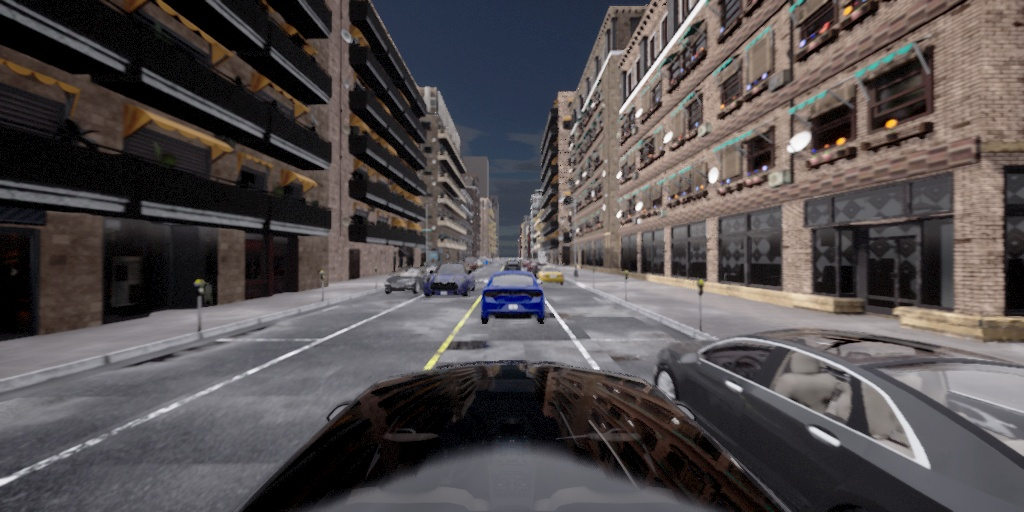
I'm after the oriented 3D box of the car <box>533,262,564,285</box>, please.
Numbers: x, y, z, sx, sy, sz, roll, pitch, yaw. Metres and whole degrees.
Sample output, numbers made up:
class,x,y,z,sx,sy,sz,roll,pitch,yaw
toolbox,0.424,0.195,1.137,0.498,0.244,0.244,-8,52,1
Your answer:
class,x,y,z,sx,sy,sz,roll,pitch,yaw
car,2.687,1.273,25.766,1.751,1.417,4.829,0,0,0

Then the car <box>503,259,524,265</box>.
class,x,y,z,sx,sy,sz,roll,pitch,yaw
car,0.096,1.250,39.556,1.837,1.490,4.892,0,0,0

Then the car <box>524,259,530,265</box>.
class,x,y,z,sx,sy,sz,roll,pitch,yaw
car,2.686,1.327,42.505,1.802,1.307,4.207,0,0,0

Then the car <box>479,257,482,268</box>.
class,x,y,z,sx,sy,sz,roll,pitch,yaw
car,-5.696,1.059,48.146,2.192,1.841,5.009,0,0,0

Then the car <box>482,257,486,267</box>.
class,x,y,z,sx,sy,sz,roll,pitch,yaw
car,-5.696,1.269,59.247,1.751,1.417,4.829,0,0,0

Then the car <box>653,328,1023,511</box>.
class,x,y,z,sx,sy,sz,roll,pitch,yaw
car,2.688,1.300,3.051,2.007,1.370,4.403,0,0,0

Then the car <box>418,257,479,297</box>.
class,x,y,z,sx,sy,sz,roll,pitch,yaw
car,-3.095,1.101,18.563,2.097,1.767,4.553,0,0,0

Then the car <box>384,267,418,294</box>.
class,x,y,z,sx,sy,sz,roll,pitch,yaw
car,-5.693,1.299,19.963,2.007,1.370,4.403,0,0,0

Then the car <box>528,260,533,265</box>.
class,x,y,z,sx,sy,sz,roll,pitch,yaw
car,2.686,1.312,31.233,1.948,1.339,4.313,0,0,0

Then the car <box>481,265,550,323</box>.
class,x,y,z,sx,sy,sz,roll,pitch,yaw
car,0.022,1.227,12.202,1.882,1.535,5.008,0,0,0
